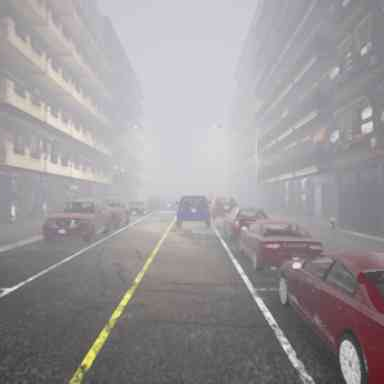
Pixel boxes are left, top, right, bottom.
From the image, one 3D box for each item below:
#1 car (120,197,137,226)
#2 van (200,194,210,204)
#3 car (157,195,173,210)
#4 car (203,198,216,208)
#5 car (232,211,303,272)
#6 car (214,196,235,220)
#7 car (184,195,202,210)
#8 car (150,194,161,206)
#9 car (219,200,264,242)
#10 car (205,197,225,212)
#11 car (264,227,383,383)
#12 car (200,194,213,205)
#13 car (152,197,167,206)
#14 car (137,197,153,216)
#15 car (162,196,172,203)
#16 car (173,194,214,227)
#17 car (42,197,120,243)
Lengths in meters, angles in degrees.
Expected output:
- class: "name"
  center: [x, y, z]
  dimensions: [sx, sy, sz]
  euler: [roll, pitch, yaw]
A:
- class: "car"
  center: [-5.296, 1.280, 21.602]
  dimensions: [2.192, 1.841, 5.009]
  euler: [1, 0, 0]
- class: "van"
  center: [2.535, 1.310, 65.797]
  dimensions: [1.690, 1.788, 3.998]
  euler: [1, 0, 0]
- class: "car"
  center: [-2.760, 1.444, 41.998]
  dimensions: [2.128, 1.511, 4.902]
  euler: [0, 0, 0]
- class: "car"
  center: [2.536, 1.534, 49.202]
  dimensions: [1.802, 1.307, 4.206]
  euler: [1, 0, 0]
- class: "car"
  center: [2.582, 1.525, 10.483]
  dimensions: [1.887, 1.381, 4.507]
  euler: [1, 0, 0]
- class: "car"
  center: [2.548, 1.273, 27.076]
  dimensions: [2.192, 1.841, 5.009]
  euler: [1, 0, 0]
- class: "car"
  center: [0.088, 1.302, 41.595]
  dimensions: [2.097, 1.767, 4.553]
  euler: [0, 0, 0]
- class: "car"
  center: [-5.305, 1.268, 49.255]
  dimensions: [2.192, 1.841, 5.009]
  euler: [1, 0, 0]
- class: "car"
  center: [2.590, 1.412, 16.015]
  dimensions: [1.967, 1.590, 4.097]
  euler: [1, 0, 0]
- class: "car"
  center: [2.542, 1.392, 38.140]
  dimensions: [1.967, 1.590, 4.097]
  euler: [1, 0, 0]
- class: "car"
  center: [2.583, 1.535, 4.953]
  dimensions: [1.887, 1.381, 4.507]
  euler: [1, 0, 0]
- class: "car"
  center: [2.538, 1.277, 60.265]
  dimensions: [2.192, 1.841, 5.009]
  euler: [1, 0, 0]
- class: "car"
  center: [-5.312, 1.501, 54.786]
  dimensions: [1.887, 1.381, 4.507]
  euler: [1, 0, 0]
- class: "car"
  center: [-5.306, 1.520, 32.665]
  dimensions: [1.947, 1.339, 4.313]
  euler: [1, 0, 0]
- class: "car"
  center: [-5.318, 1.561, 71.380]
  dimensions: [1.802, 1.307, 4.206]
  euler: [1, 0, 0]
- class: "car"
  center: [0.093, 1.186, 22.525]
  dimensions: [2.150, 2.045, 5.566]
  euler: [0, 0, 0]
- class: "car"
  center: [-5.295, 1.287, 16.073]
  dimensions: [2.192, 1.841, 5.009]
  euler: [1, 0, 0]
